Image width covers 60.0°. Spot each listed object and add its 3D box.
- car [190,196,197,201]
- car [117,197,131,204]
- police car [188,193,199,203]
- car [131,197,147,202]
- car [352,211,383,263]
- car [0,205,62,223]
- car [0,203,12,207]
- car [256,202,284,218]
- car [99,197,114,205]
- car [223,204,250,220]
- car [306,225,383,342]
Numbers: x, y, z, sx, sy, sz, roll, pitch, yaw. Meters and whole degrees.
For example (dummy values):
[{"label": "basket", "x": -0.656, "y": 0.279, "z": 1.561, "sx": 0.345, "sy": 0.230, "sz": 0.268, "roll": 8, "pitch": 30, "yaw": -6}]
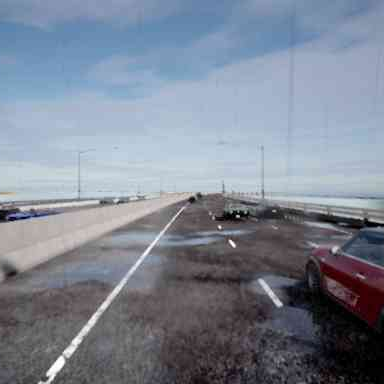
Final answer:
[{"label": "car", "x": 0.346, "y": 1.706, "z": 87.276, "sx": 1.812, "sy": 1.442, "sz": 4.674, "roll": 0, "pitch": 0, "yaw": 2}, {"label": "car", "x": -13.217, "y": 1.692, "z": 65.420, "sx": 2.033, "sy": 1.411, "sz": 5.357, "roll": 0, "pitch": 0, "yaw": 1}, {"label": "police car", "x": 0.049, "y": 1.593, "z": 77.406, "sx": 1.930, "sy": 1.638, "sz": 5.238, "roll": 0, "pitch": 0, "yaw": 2}, {"label": "car", "x": -9.751, "y": 1.695, "z": 64.168, "sx": 2.033, "sy": 1.411, "sz": 5.357, "roll": 0, "pitch": 0, "yaw": 2}, {"label": "car", "x": 7.121, "y": 1.509, "z": 10.348, "sx": 1.882, "sy": 1.535, "sz": 5.008, "roll": 0, "pitch": 0, "yaw": 0}, {"label": "car", "x": -10.501, "y": 1.665, "z": 22.348, "sx": 1.895, "sy": 1.301, "sz": 4.718, "roll": 0, "pitch": 0, "yaw": 0}, {"label": "car", "x": -13.987, "y": 1.559, "z": 23.604, "sx": 2.128, "sy": 1.511, "sz": 4.902, "roll": 0, "pitch": 0, "yaw": 1}, {"label": "car", "x": 7.290, "y": 1.651, "z": 31.379, "sx": 1.994, "sy": 1.385, "sz": 4.181, "roll": 0, "pitch": 0, "yaw": 1}, {"label": "car", "x": -16.716, "y": 1.691, "z": 65.438, "sx": 2.033, "sy": 1.411, "sz": 5.357, "roll": 0, "pitch": 0, "yaw": 1}, {"label": "car", "x": 3.763, "y": 1.683, "z": 29.178, "sx": 1.895, "sy": 1.301, "sz": 4.718, "roll": 0, "pitch": 0, "yaw": 1}, {"label": "car", "x": 3.602, "y": 1.369, "z": 5.686, "sx": 2.097, "sy": 1.767, "sz": 4.553, "roll": 0, "pitch": 0, "yaw": 0}]
